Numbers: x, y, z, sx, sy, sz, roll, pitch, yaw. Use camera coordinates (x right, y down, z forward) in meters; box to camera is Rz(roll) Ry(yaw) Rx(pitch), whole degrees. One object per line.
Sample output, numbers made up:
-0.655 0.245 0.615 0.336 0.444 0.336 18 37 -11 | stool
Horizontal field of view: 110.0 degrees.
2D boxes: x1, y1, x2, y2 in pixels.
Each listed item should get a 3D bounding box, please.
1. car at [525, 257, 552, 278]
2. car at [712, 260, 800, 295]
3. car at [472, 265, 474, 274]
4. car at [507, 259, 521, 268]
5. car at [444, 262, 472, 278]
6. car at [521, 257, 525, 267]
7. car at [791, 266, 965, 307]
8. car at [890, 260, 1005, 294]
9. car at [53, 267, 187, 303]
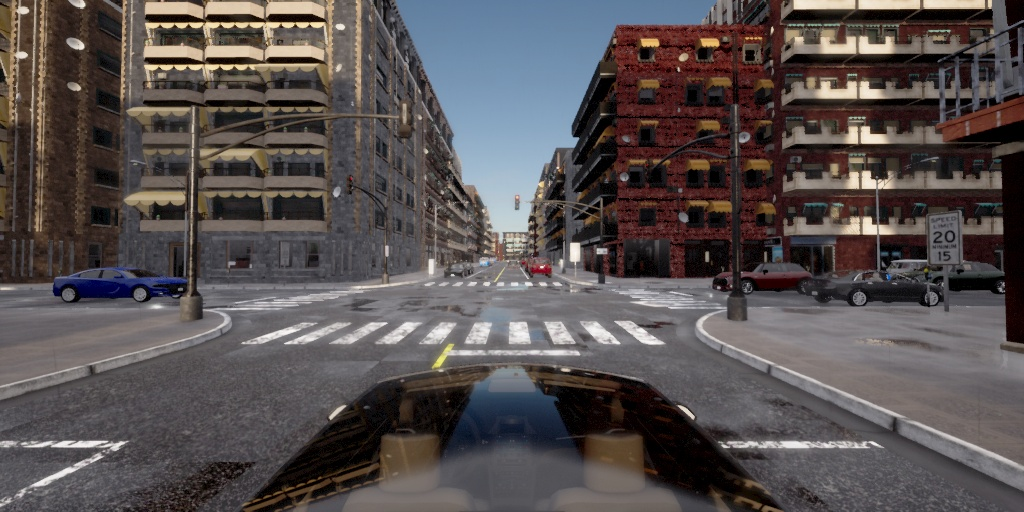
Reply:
2.622 1.077 34.015 2.192 1.841 5.009 0 0 0 | car
13.246 1.102 19.115 4.553 1.767 2.097 0 -1 -1 | car
-5.250 1.331 39.544 1.948 1.339 4.313 0 0 0 | car
0.207 1.314 63.539 2.128 1.511 4.902 0 0 0 | car
-5.259 1.328 33.983 1.948 1.339 4.313 0 0 0 | car
2.641 1.086 45.138 2.192 1.841 5.009 0 0 0 | car
13.765 1.185 13.702 4.403 1.370 2.007 0 0 0 | car
23.095 1.079 19.096 4.553 1.767 2.097 0 -1 0 | car
-17.589 1.254 16.320 5.008 1.535 1.882 0 -1 0 | car
